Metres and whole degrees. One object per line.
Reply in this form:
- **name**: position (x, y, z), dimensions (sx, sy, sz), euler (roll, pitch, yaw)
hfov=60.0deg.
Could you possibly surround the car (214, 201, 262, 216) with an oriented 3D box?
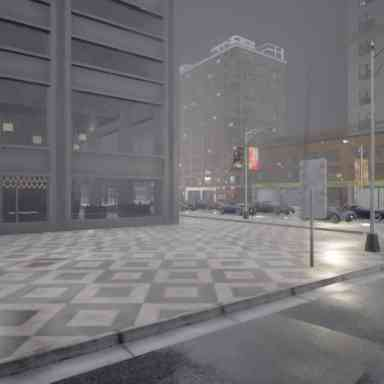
- **car**: position (4.583, 1.654, 33.738), dimensions (1.994, 1.385, 4.181), euler (0, 0, -36)

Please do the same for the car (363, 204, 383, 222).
- **car**: position (13.666, 1.647, 26.698), dimensions (1.895, 1.301, 4.718), euler (0, 0, -36)

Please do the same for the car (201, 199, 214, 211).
- **car**: position (1.810, 1.667, 43.132), dimensions (2.033, 1.411, 5.357), euler (0, 0, -36)

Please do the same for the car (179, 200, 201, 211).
- **car**: position (-1.286, 1.686, 41.885), dimensions (1.994, 1.385, 4.181), euler (0, 0, -35)

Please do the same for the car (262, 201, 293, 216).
- **car**: position (8.018, 1.632, 34.519), dimensions (2.033, 1.411, 5.357), euler (0, 0, -36)

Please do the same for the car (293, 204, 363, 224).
- **car**: position (10.394, 1.615, 25.680), dimensions (1.994, 1.385, 4.181), euler (0, 0, -36)
